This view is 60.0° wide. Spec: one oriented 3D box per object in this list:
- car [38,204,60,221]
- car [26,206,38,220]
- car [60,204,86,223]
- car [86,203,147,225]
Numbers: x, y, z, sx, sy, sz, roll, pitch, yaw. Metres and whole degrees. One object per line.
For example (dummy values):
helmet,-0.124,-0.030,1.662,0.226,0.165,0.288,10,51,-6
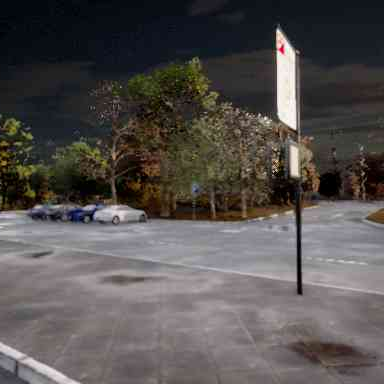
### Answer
car,-10.900,1.806,30.311,2.231,1.521,4.892,-1,-1,36
car,-13.563,1.888,32.217,2.002,1.452,4.674,-1,-1,36
car,-8.229,1.762,28.418,2.097,1.535,5.008,-1,-1,36
car,-5.672,1.761,26.581,2.002,1.452,4.674,-1,-1,36
